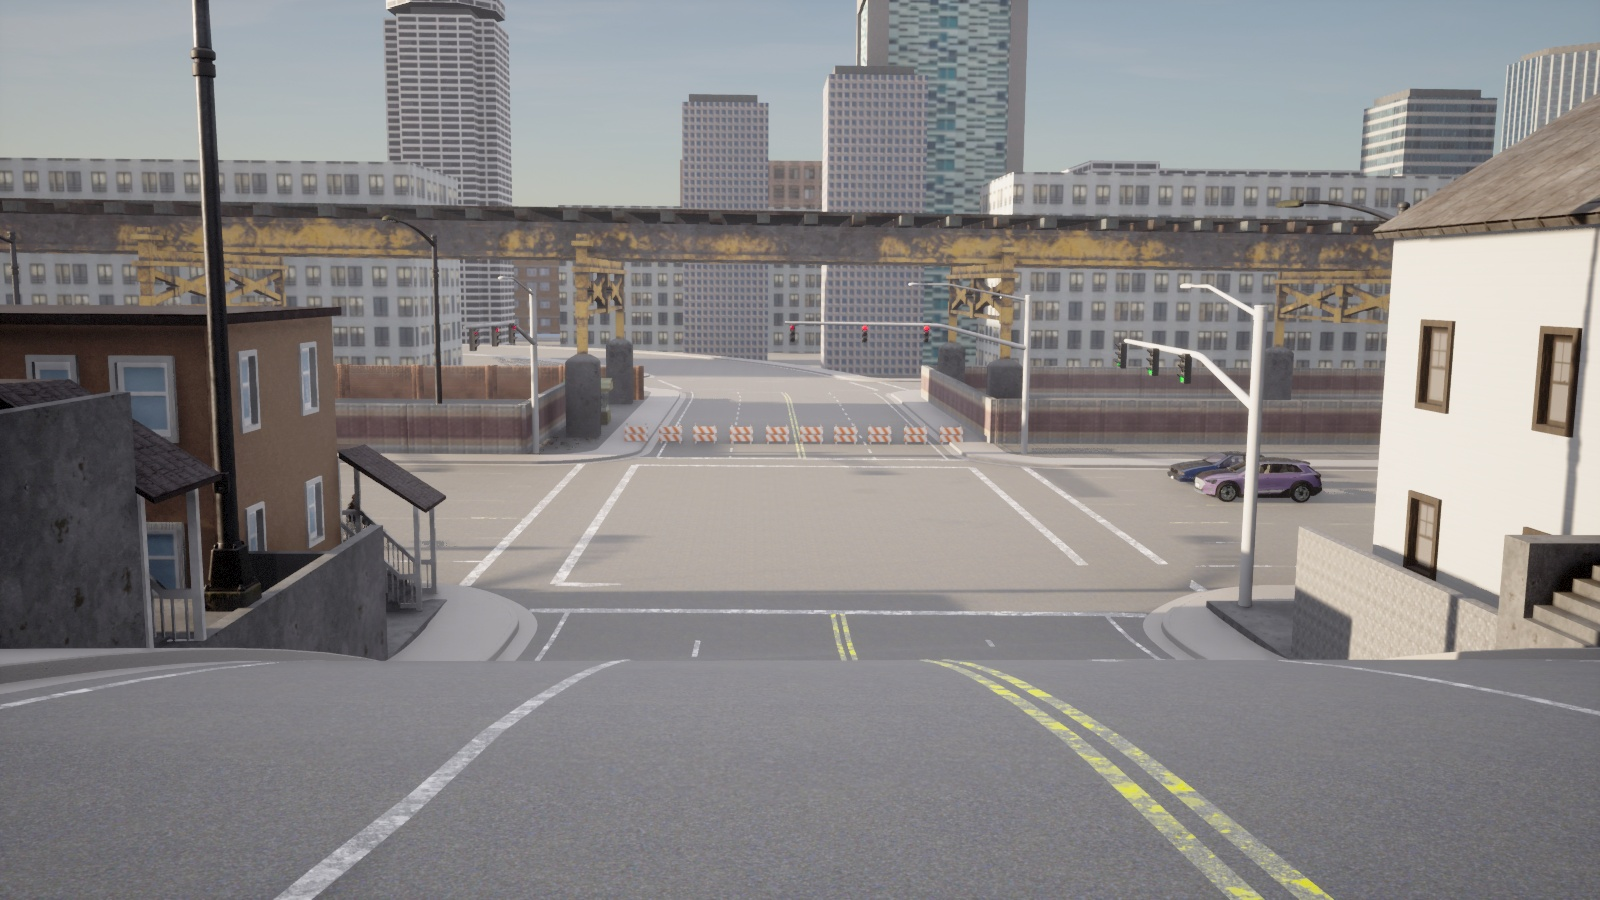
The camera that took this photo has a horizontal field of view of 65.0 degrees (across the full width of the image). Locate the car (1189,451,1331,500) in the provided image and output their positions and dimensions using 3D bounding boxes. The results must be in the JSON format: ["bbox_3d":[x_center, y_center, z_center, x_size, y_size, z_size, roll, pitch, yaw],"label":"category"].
[{"bbox_3d":[18.311,0.991,50.144,4.856,1.649,2.033,0,8,0],"label":"car"}]

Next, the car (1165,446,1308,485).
[{"bbox_3d":[18.574,0.645,53.633,5.357,1.411,2.033,0,8,0],"label":"car"}]
